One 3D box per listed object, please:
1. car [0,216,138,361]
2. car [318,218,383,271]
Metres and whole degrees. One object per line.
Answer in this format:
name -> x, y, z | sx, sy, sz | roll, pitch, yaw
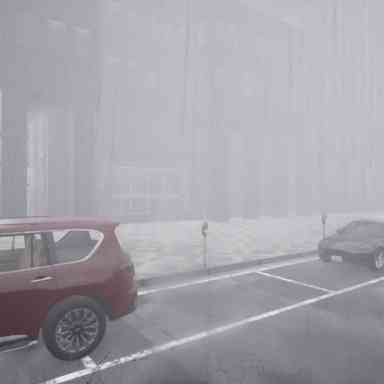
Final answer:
car -> -3.160, 1.315, 4.395 | 5.009, 1.841, 2.192 | 0, 0, -36
car -> 5.971, 1.565, 10.912 | 4.313, 1.339, 1.947 | 0, 0, -36
